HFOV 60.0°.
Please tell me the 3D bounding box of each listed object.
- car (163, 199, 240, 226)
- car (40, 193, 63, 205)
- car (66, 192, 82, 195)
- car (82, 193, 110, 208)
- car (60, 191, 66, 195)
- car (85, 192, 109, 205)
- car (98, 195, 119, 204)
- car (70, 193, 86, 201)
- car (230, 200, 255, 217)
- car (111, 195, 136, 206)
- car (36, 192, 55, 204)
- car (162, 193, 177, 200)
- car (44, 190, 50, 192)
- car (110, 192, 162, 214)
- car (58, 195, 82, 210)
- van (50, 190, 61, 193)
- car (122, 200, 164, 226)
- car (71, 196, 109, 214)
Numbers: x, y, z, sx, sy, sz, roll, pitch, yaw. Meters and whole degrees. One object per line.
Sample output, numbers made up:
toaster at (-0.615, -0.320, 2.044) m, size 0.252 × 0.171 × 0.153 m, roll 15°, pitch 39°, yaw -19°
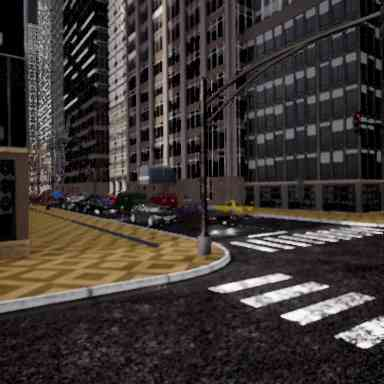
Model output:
car at (0.475, 1.463, 22.409) m, size 2.033 × 1.411 × 5.357 m, roll -1°, pitch 1°, yaw -35°
car at (-19.982, 1.252, 47.472) m, size 1.802 × 1.307 × 4.206 m, roll 0°, pitch 1°, yaw -35°
car at (-19.656, 1.123, 56.998) m, size 1.895 × 1.301 × 4.718 m, roll -1°, pitch 1°, yaw -35°
car at (-10.785, 1.096, 38.722) m, size 2.097 × 1.767 × 4.553 m, roll -1°, pitch 1°, yaw -35°
car at (-25.938, 0.790, 70.829) m, size 1.967 × 1.590 × 4.097 m, roll 0°, pitch 1°, yaw -35°
car at (-14.054, 0.961, 48.980) m, size 2.097 × 1.767 × 4.553 m, roll -1°, pitch 1°, yaw -34°
car at (-13.110, 1.135, 52.266) m, size 1.802 × 1.307 × 4.206 m, roll 0°, pitch 1°, yaw -35°
car at (-22.731, 0.946, 66.189) m, size 1.887 × 1.381 × 4.507 m, roll 0°, pitch 1°, yaw -35°
car at (3.273, 1.331, 28.492) m, size 1.752 × 1.417 × 4.829 m, roll 0°, pitch 1°, yaw -35°
car at (-9.902, 1.148, 47.625) m, size 1.887 × 1.381 × 4.507 m, roll 0°, pitch 1°, yaw -35°
car at (-23.189, 1.164, 52.113) m, size 1.887 × 1.381 × 4.507 m, roll 0°, pitch 1°, yaw -35°
car at (-3.489, 1.017, 38.341) m, size 2.192 × 1.841 × 5.009 m, roll 0°, pitch 1°, yaw -35°
car at (-35.559, 0.747, 84.752) m, size 2.008 × 1.369 × 4.403 m, roll 0°, pitch 1°, yaw -35°
car at (-5.300, 1.049, 30.762) m, size 2.150 × 2.045 × 5.566 m, roll -1°, pitch 1°, yaw -35°
car at (-13.566, 1.320, 38.187) m, size 2.008 × 1.369 × 4.403 m, roll 0°, pitch 1°, yaw -35°
van at (-32.352, 0.589, 80.109) m, size 1.690 × 1.788 × 3.998 m, roll 0°, pitch 1°, yaw -35°
car at (-2.715, 1.485, 22.534) m, size 2.008 × 1.369 × 4.403 m, roll 0°, pitch 1°, yaw -35°
car at (-10.358, 1.385, 33.546) m, size 1.947 × 1.339 × 4.313 m, roll 0°, pitch 1°, yaw -35°
